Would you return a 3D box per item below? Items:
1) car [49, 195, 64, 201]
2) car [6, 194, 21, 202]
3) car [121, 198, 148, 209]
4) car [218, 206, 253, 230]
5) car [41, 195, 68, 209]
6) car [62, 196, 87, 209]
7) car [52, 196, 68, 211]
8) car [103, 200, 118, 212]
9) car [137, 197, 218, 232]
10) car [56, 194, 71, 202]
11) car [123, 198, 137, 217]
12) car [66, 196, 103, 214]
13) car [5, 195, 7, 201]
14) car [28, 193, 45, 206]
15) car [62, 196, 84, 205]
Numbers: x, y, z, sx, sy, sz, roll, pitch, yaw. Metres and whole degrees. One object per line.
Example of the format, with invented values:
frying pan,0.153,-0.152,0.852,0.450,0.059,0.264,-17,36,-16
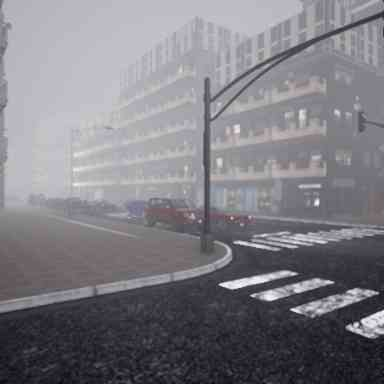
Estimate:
car,-30.755,1.386,75.443,2.008,1.369,4.403,0,0,-36
car,-37.547,1.417,70.533,1.802,1.307,4.206,0,0,-36
car,-7.522,1.471,43.314,1.802,1.307,4.206,0,0,-36
car,1.560,1.556,20.891,1.895,1.301,4.718,0,0,-37
car,-17.633,1.440,42.994,1.947,1.339,4.313,0,0,-36
car,-15.966,1.350,45.188,1.882,1.535,5.008,0,0,-36
car,-14.313,1.455,38.402,1.947,1.339,4.313,0,0,-36
car,-9.951,1.500,36.800,1.895,1.301,4.718,0,0,-36
car,-1.035,1.267,20.040,2.192,1.841,5.009,0,0,-36
car,-27.437,1.276,70.854,1.967,1.590,4.097,0,0,-36
car,-4.029,1.403,28.596,1.882,1.535,5.008,0,0,-36
car,-10.993,1.448,33.811,1.887,1.381,4.507,0,0,-36
car,-40.866,1.274,75.123,1.967,1.590,4.097,0,0,-36
car,-24.269,1.166,52.172,2.192,1.841,5.009,0,0,-36
car,-20.211,1.397,56.437,2.033,1.411,5.357,0,0,-36
